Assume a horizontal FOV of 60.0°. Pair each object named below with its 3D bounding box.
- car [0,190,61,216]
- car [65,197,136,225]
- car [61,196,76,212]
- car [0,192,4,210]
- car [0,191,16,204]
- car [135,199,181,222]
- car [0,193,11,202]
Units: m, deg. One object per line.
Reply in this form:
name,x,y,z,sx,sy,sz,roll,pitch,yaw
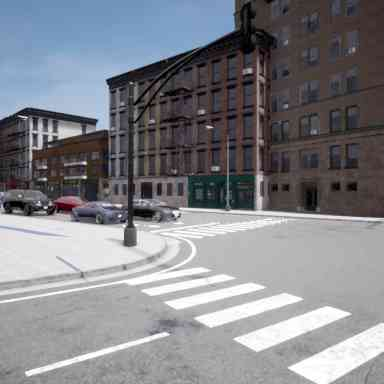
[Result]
car,-13.540,0.839,27.610,5.566,2.045,2.150,1,0,39
car,-6.030,1.281,21.719,4.181,1.385,1.994,1,0,37
car,-10.399,1.124,29.266,5.008,1.535,1.882,1,0,39
car,-21.149,0.876,33.850,4.553,1.767,2.097,1,0,40
car,-27.611,0.785,48.214,4.553,1.767,2.097,1,0,41
car,-2.948,1.238,23.445,4.902,1.511,2.128,1,0,38
car,-33.169,0.896,57.589,4.674,1.442,1.812,1,0,43
